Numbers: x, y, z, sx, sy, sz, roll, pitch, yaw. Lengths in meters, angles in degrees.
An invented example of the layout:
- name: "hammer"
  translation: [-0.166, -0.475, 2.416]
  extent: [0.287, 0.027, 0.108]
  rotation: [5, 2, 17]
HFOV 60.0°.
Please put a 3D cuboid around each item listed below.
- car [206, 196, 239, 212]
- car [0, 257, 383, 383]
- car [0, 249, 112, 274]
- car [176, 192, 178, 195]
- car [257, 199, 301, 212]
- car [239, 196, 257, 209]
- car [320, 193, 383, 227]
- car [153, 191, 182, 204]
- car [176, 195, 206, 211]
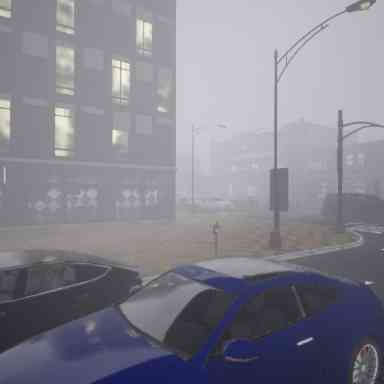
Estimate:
- name: "car"
  translation: [2.233, 1.208, 33.891]
  extent: [1.812, 1.442, 4.674]
  rotation: [0, 1, -36]
- name: "car"
  translation: [0.302, 1.526, 3.559]
  extent: [4.674, 1.442, 1.812]
  rotation: [0, 0, -35]
- name: "car"
  translation: [-2.738, 1.566, 4.601]
  extent: [4.313, 1.339, 1.947]
  rotation: [0, 0, -36]
- name: "car"
  translation: [-0.665, 1.101, 47.601]
  extent: [2.008, 1.369, 4.403]
  rotation: [1, 0, -36]
- name: "car"
  translation: [9.205, 1.340, 34.206]
  extent: [1.802, 1.307, 4.206]
  rotation: [1, 0, -36]
- name: "car"
  translation: [5.917, 1.130, 38.672]
  extent: [1.967, 1.590, 4.097]
  rotation: [1, 0, -36]
- name: "car"
  translation: [11.355, 1.102, 22.012]
  extent: [2.150, 2.045, 5.566]
  rotation: [0, 1, -40]
- name: "car"
  translation: [-3.949, 0.793, 52.065]
  extent: [2.192, 1.841, 5.009]
  rotation: [1, 0, -36]
- name: "car"
  translation: [-0.832, 1.231, 33.700]
  extent: [1.802, 1.307, 4.206]
  rotation: [1, 0, -36]
